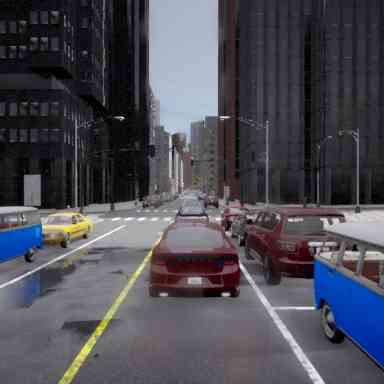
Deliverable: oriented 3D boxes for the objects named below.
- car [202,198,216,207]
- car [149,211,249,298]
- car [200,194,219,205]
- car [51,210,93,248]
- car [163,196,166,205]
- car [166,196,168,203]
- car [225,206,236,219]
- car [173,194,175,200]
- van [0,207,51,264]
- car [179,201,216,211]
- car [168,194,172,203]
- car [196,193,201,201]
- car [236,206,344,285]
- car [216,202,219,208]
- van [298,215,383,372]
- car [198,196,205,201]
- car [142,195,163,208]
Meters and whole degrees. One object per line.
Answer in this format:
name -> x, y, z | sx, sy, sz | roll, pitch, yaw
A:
car -> 2.716, 1.592, 53.129 | 1.947, 1.339, 4.313 | 0, 0, 0
car -> 0.060, 1.478, 8.582 | 1.882, 1.535, 5.008 | 0, 0, 0
car -> 2.720, 1.335, 47.485 | 2.192, 1.841, 5.009 | 0, 0, 0
car -> -5.779, 1.526, 14.753 | 1.752, 1.417, 4.829 | 0, 0, 0
car -> -5.810, 1.341, 53.131 | 2.192, 1.841, 5.009 | 0, 0, 0
car -> -5.813, 1.599, 58.774 | 1.947, 1.339, 4.313 | 0, 0, 0
car -> 2.749, 1.552, 14.919 | 2.008, 1.369, 4.403 | 0, 0, 0
car -> -5.833, 1.623, 81.347 | 1.887, 1.381, 4.507 | 0, 0, 0
van -> -5.776, 1.341, 9.399 | 1.690, 1.788, 3.998 | 0, 0, 0
car -> -0.013, 1.493, 18.991 | 2.128, 1.511, 4.902 | 0, 0, 0
car -> -5.823, 1.618, 70.061 | 1.947, 1.339, 4.313 | 0, 0, 0
car -> 2.688, 1.638, 86.991 | 1.887, 1.381, 4.507 | 0, 0, 0
car -> 2.754, 1.315, 9.393 | 2.192, 1.841, 5.009 | 0, 0, 0
car -> 2.743, 1.547, 20.444 | 1.887, 1.381, 4.507 | 0, 0, 0
van -> 2.760, 1.341, 3.867 | 1.690, 1.788, 3.998 | 0, 0, 0
car -> 2.684, 1.673, 92.636 | 1.947, 1.339, 4.313 | 0, 0, 0
car -> -5.805, 1.335, 47.488 | 2.192, 1.841, 5.009 | 0, 0, 0
